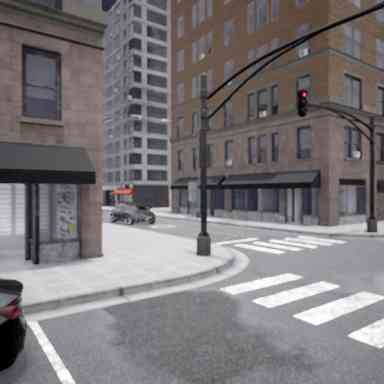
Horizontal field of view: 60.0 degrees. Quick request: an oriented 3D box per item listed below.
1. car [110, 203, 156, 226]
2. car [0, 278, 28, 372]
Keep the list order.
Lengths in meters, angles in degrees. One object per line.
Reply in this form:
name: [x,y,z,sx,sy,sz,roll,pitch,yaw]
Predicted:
car: [-4.388,1.581,24.313,1.837,1.490,4.892,0,0,-35]
car: [-4.024,1.568,3.323,4.313,1.339,1.947,0,0,-35]
